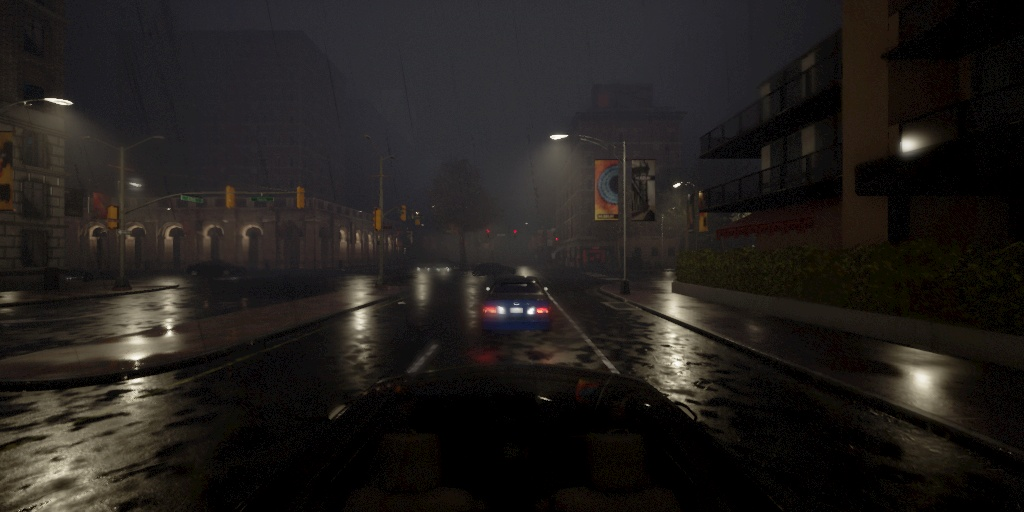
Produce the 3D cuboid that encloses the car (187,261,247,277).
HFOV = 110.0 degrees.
[{"bbox_3d":[-28.317,1.227,34.536,5.008,1.535,1.882,0,0,0],"label":"car"}]

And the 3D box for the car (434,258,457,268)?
[{"bbox_3d":[-11.062,1.101,59.697,2.097,1.767,4.553,0,0,1],"label":"car"}]

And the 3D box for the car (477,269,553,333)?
[{"bbox_3d":[0.144,1.297,10.749,2.033,1.411,5.357,0,0,1],"label":"car"}]

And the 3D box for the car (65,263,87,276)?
[{"bbox_3d":[-44.429,1.297,34.612,5.357,1.411,2.033,0,0,1],"label":"car"}]

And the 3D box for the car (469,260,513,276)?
[{"bbox_3d":[-1.698,1.313,34.441,4.181,1.385,1.994,0,0,0],"label":"car"}]

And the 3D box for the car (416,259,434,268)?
[{"bbox_3d":[-14.529,1.227,61.766,1.882,1.535,5.008,0,0,1],"label":"car"}]
